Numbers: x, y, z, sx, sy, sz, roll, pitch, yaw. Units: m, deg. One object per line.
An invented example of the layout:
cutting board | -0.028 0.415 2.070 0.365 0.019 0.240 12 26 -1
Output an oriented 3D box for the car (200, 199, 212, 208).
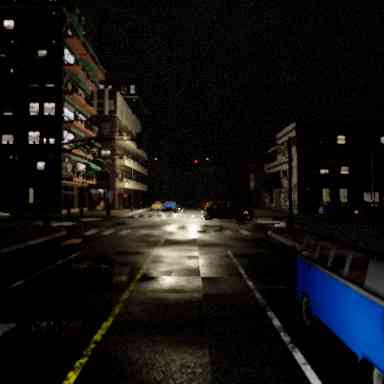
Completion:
car | 2.696 2.243 65.910 2.192 1.841 5.009 0 -1 0

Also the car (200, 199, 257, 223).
car | 3.417 1.772 29.625 4.553 1.767 2.097 -1 -2 34

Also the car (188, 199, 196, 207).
car | 0.003 2.614 75.677 2.033 1.411 5.357 0 -1 0

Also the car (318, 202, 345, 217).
car | 14.912 1.962 31.185 5.008 1.535 1.882 0 -1 0

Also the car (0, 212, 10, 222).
car | -18.378 1.553 27.910 5.566 2.045 2.150 0 -1 0

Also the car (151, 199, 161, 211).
car | -5.686 2.289 54.659 1.752 1.417 4.829 0 -1 0

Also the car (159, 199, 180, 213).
car | -3.097 2.130 46.955 1.882 1.535 5.008 0 -1 0

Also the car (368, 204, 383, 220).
car | 20.425 1.990 33.789 4.097 1.590 1.967 0 -1 0

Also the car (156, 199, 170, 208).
car | -5.684 2.243 65.909 2.192 1.841 5.009 0 -1 0

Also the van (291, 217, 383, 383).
van | 2.662 1.403 4.511 1.690 1.788 3.998 0 -1 0

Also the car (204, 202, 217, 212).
car | 2.695 2.214 49.461 1.752 1.417 4.829 0 -1 0

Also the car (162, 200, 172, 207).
car | -5.685 2.644 76.983 2.008 1.369 4.403 0 -1 0

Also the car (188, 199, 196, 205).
car | 0.004 2.600 86.098 1.882 1.535 5.008 0 -1 0

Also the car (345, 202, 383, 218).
car | 14.924 1.694 25.400 5.009 1.841 2.192 0 -1 0

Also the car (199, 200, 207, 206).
car | 2.696 2.729 82.522 2.008 1.369 4.403 0 -1 0

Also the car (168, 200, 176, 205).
car | -5.685 2.894 93.600 1.887 1.381 4.507 0 -1 0

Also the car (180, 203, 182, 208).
car | -3.008 2.444 65.274 1.812 1.442 4.674 0 -1 0

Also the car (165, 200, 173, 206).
car | -5.685 2.701 82.352 1.752 1.417 4.829 0 -1 0
